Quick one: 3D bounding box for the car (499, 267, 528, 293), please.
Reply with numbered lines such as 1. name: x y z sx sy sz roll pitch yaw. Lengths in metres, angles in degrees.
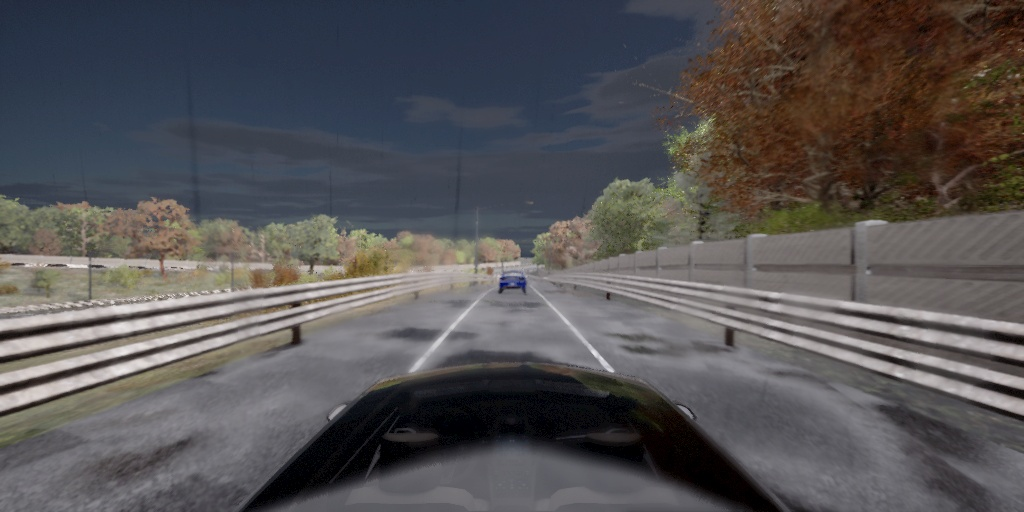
1. car: 0.084 1.798 25.761 1.882 1.535 5.008 0 -3 1
